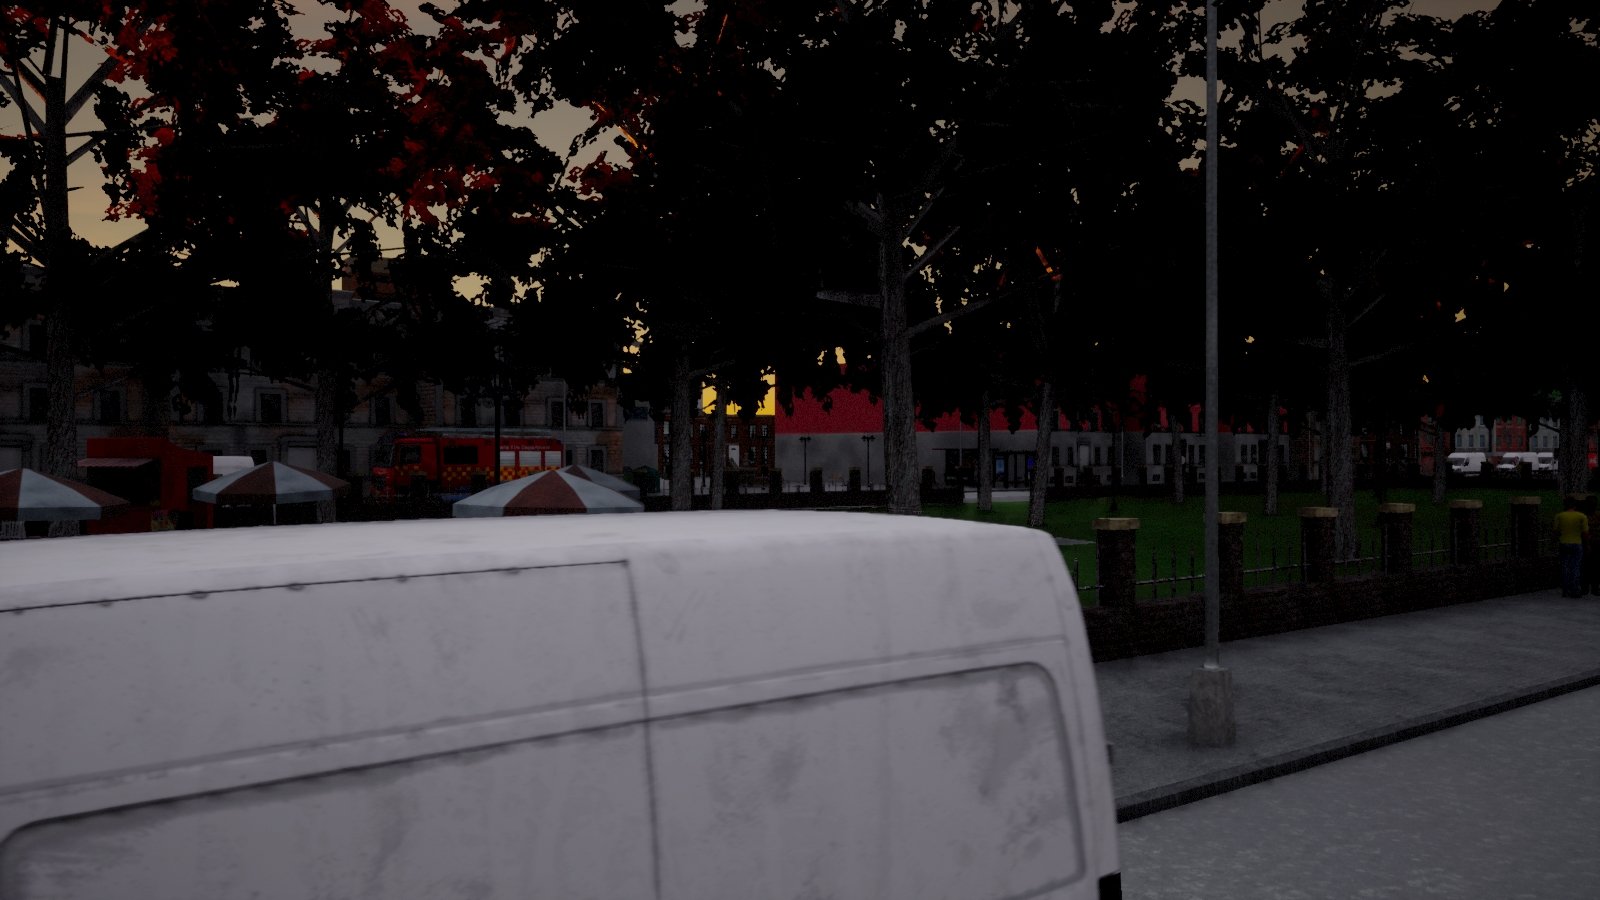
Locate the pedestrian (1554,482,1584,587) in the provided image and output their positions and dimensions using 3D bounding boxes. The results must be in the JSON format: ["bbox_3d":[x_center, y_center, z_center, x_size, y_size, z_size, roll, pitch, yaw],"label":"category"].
[{"bbox_3d":[13.967,1.526,20.745,0.375,1.860,0.375,0,0,-43],"label":"pedestrian"}]

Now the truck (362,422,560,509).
[{"bbox_3d":[-15.884,0.671,53.854,8.468,3.827,2.891,0,0,-35],"label":"truck"}]

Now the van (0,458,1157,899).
[{"bbox_3d":[-1.716,1.315,3.169,5.915,2.561,1.988,0,0,-35],"label":"van"}]

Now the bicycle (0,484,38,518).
[{"bbox_3d":[-30.089,1.940,43.427,1.835,1.271,0.329,0,0,-36],"label":"bicycle"}]

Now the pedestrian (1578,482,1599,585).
[{"bbox_3d":[14.530,1.525,20.998,0.375,1.860,0.375,0,0,32],"label":"pedestrian"}]
